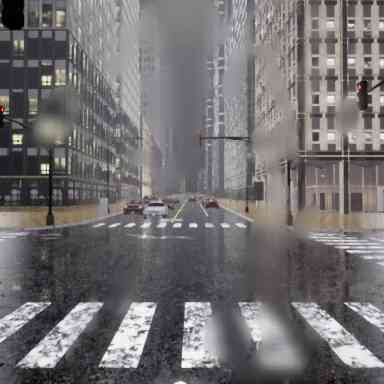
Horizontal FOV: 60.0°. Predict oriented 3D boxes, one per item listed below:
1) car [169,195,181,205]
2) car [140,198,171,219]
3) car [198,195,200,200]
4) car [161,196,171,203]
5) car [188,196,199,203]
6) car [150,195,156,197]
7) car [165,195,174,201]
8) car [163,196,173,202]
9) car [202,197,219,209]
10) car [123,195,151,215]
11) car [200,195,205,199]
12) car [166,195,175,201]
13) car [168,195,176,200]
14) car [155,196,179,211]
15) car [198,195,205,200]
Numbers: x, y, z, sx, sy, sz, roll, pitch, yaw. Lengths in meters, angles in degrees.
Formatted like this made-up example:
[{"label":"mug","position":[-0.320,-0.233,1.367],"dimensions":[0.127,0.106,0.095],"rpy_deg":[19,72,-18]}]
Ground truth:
[{"label":"car","position":[-3.054,1.623,59.909],"dimensions":[1.895,1.301,4.718],"rpy_deg":[0,0,1]},{"label":"car","position":[-3.109,1.536,29.214],"dimensions":[1.812,1.442,4.674],"rpy_deg":[0,0,0]},{"label":"car","position":[2.694,1.589,61.687],"dimensions":[1.947,1.339,4.313],"rpy_deg":[1,0,0]},{"label":"car","position":[-5.688,1.573,72.767],"dimensions":[1.887,1.381,4.507],"rpy_deg":[1,0,0]},{"label":"car","position":[0.072,1.573,70.456],"dimensions":[2.033,1.411,5.357],"rpy_deg":[0,0,0]},{"label":"car","position":[-5.678,1.332,44.891],"dimensions":[2.192,1.841,5.009],"rpy_deg":[1,0,0]},{"label":"car","position":[-5.689,1.577,83.917],"dimensions":[1.887,1.381,4.507],"rpy_deg":[1,0,0]},{"label":"car","position":[-5.688,1.581,78.342],"dimensions":[2.008,1.369,4.403],"rpy_deg":[1,0,0]},{"label":"car","position":[2.696,1.599,44.954],"dimensions":[1.802,1.307,4.206],"rpy_deg":[1,0,0]},{"label":"car","position":[-5.679,1.453,33.741],"dimensions":[1.967,1.590,4.097],"rpy_deg":[1,0,0]},{"label":"car","position":[2.696,1.547,56.280],"dimensions":[1.752,1.417,4.829],"rpy_deg":[1,0,0]},{"label":"car","position":[-5.690,1.586,89.493],"dimensions":[2.008,1.369,4.403],"rpy_deg":[1,0,0]},{"label":"car","position":[-5.692,1.604,95.068],"dimensions":[1.947,1.339,4.313],"rpy_deg":[1,0,0]},{"label":"car","position":[-3.105,1.562,41.043],"dimensions":[2.033,1.411,5.357],"rpy_deg":[0,0,0]},{"label":"car","position":[2.689,1.583,95.150],"dimensions":[1.887,1.381,4.507],"rpy_deg":[1,0,0]}]
